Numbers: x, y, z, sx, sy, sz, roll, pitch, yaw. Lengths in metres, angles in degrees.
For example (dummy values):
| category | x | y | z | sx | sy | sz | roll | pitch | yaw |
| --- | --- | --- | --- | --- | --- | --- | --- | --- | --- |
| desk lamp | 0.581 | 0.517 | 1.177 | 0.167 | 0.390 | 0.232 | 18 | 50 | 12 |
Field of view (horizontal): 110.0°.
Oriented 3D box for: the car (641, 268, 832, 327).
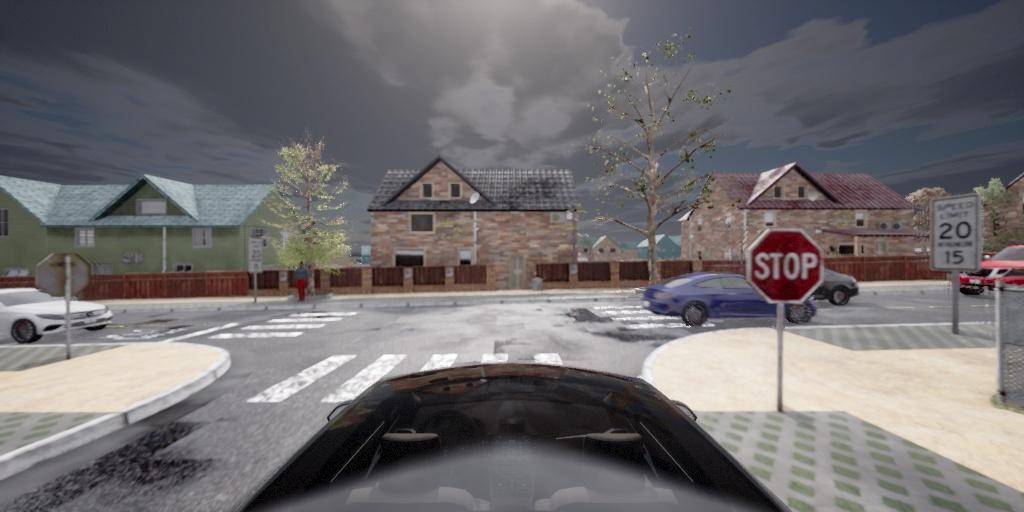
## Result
| category | x | y | z | sx | sy | sz | roll | pitch | yaw |
| --- | --- | --- | --- | --- | --- | --- | --- | --- | --- |
| car | 6.255 | 1.190 | 10.606 | 4.674 | 1.442 | 1.812 | -1 | 0 | 0 |

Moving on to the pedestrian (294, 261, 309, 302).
| category | x | y | z | sx | sy | sz | roll | pitch | yaw |
| --- | --- | --- | --- | --- | --- | --- | --- | --- | --- |
| pedestrian | -9.657 | 1.151 | 16.426 | 0.375 | 1.860 | 0.375 | 0 | 2 | 0 |

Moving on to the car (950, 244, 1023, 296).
| category | x | y | z | sx | sy | sz | roll | pitch | yaw |
| --- | --- | --- | --- | --- | --- | --- | --- | --- | --- |
| car | 20.290 | 0.539 | 13.591 | 5.566 | 2.045 | 2.150 | -1 | 0 | -1 |

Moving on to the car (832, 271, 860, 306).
| category | x | y | z | sx | sy | sz | roll | pitch | yaw |
| --- | --- | --- | --- | --- | --- | --- | --- | --- | --- |
| car | 10.338 | 1.078 | 13.565 | 4.674 | 1.442 | 1.812 | -1 | 0 | 0 |

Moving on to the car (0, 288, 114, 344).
| category | x | y | z | sx | sy | sz | roll | pitch | yaw |
| --- | --- | --- | --- | --- | --- | --- | --- | --- | --- |
| car | -14.745 | 1.686 | 10.559 | 4.674 | 1.442 | 1.812 | -1 | 0 | 0 |
